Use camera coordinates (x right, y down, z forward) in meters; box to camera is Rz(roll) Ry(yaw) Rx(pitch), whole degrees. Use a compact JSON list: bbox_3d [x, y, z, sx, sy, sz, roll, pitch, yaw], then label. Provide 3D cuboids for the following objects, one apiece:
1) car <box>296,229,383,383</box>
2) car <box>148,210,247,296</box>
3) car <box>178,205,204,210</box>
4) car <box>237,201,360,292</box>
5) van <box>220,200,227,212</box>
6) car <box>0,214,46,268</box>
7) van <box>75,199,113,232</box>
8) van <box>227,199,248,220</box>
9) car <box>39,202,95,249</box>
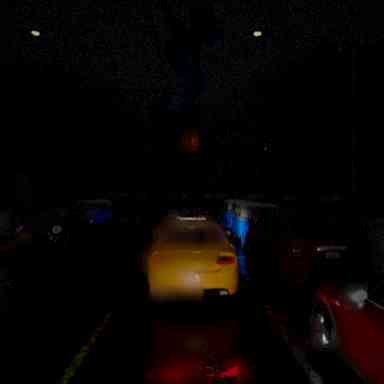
[{"bbox_3d":[2.747,1.438,3.404,1.967,1.590,4.097,0,0,0],"label":"car"},{"bbox_3d":[0.041,1.473,8.670,1.882,1.535,5.008,0,0,0],"label":"car"},{"bbox_3d":[-0.044,1.482,18.172,2.128,1.511,4.902,0,0,0],"label":"car"},{"bbox_3d":[2.719,1.310,8.842,2.192,1.841,5.009,0,0,0],"label":"car"},{"bbox_3d":[2.664,1.331,19.717,1.690,1.788,3.998,0,0,0],"label":"van"},{"bbox_3d":[-5.805,1.520,8.629,1.752,1.417,4.829,0,0,0],"label":"car"},{"bbox_3d":[-5.861,1.331,19.674,1.690,1.788,3.998,0,0,0],"label":"van"},{"bbox_3d":[2.692,1.333,14.279,1.690,1.788,3.998,0,0,0],"label":"van"},{"bbox_3d":[-5.833,1.432,14.236,1.967,1.590,4.097,0,0,0],"label":"car"}]
